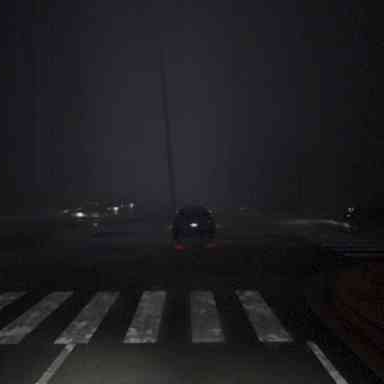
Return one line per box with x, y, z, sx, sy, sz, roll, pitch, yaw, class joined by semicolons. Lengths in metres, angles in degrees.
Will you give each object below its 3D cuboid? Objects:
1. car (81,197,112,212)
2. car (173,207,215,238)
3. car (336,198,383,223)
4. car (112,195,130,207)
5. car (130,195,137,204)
-10.604;1.299;36.461;1.882;1.535;5.008;0;0;0;car
0.091;1.429;16.746;1.994;1.385;4.181;0;0;0;car
12.586;1.182;23.225;4.553;1.767;2.097;0;0;0;car
-10.603;1.320;46.392;2.033;1.411;5.357;0;0;0;car
-10.553;1.228;56.513;1.837;1.490;4.892;0;0;1;car
